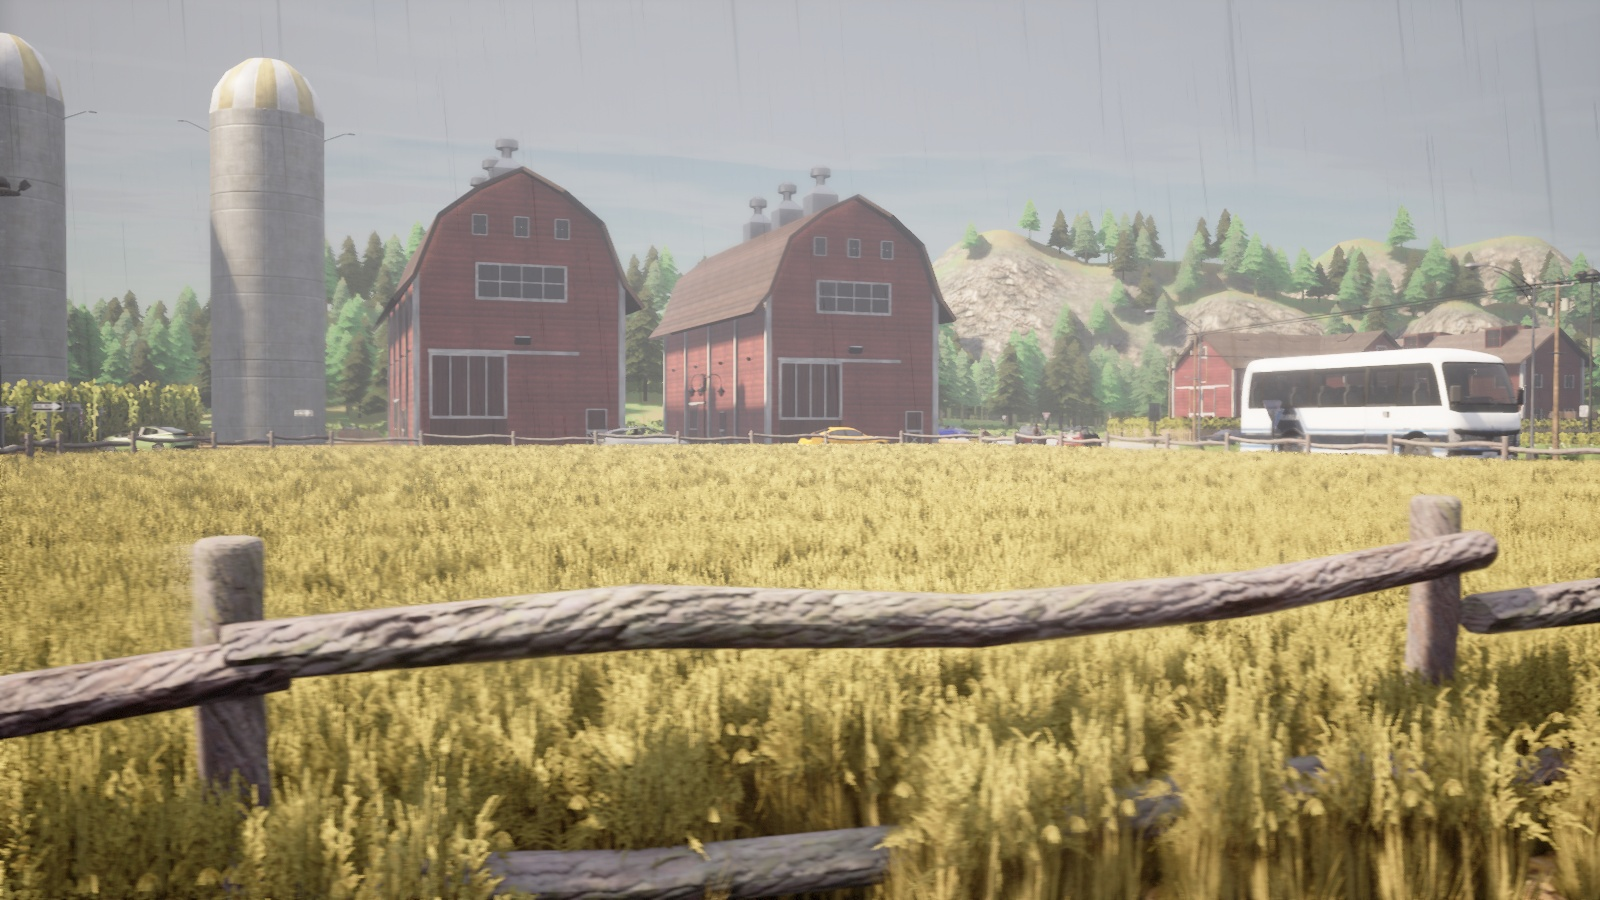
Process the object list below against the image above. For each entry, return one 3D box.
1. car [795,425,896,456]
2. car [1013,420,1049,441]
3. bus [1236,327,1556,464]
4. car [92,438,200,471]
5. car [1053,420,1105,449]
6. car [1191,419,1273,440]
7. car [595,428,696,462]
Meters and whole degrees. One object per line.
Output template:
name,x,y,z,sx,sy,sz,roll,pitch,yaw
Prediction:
car,2.402,-0.513,66.510,5.008,1.535,1.882,-2,1,-20
car,17.651,-1.493,96.001,2.163,1.488,4.792,-1,1,4
bus,20.522,-1.790,44.291,3.944,4.253,10.273,-2,1,-21
car,-32.357,0.238,62.141,4.514,1.525,2.007,-1,1,14
car,15.843,-0.898,71.187,1.789,1.549,3.705,0,2,31
car,30.774,-1.465,89.475,5.357,1.411,2.033,-2,1,-20
car,-7.658,-0.257,62.205,4.514,1.525,2.007,-2,1,-24
